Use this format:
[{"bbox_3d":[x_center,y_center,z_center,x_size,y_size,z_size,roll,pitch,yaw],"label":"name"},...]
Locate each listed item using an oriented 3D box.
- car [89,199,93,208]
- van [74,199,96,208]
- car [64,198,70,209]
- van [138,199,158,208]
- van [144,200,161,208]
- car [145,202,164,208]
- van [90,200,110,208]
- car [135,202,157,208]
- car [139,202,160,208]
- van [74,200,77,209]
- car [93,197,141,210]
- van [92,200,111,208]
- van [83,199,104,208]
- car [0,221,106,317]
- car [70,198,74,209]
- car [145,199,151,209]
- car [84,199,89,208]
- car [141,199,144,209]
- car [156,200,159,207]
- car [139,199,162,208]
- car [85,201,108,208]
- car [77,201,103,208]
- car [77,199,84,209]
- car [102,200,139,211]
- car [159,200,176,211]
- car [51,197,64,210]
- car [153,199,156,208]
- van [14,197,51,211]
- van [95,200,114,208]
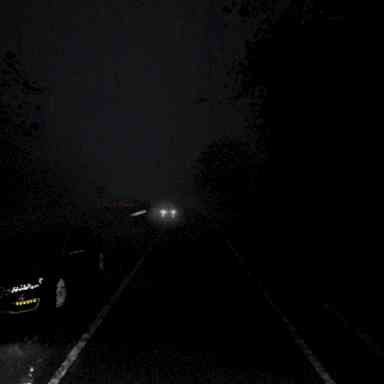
[{"bbox_3d":[-23.515,2.597,68.069,5.008,1.535,2.097,0,-2,0],"label":"car"},{"bbox_3d":[-23.644,2.571,73.614,4.442,1.987,1.878,0,-2,0],"label":"van"},{"bbox_3d":[-23.318,2.097,54.229,5.366,1.575,1.946,0,-2,0],"label":"car"},{"bbox_3d":[-10.337,2.760,79.004,4.442,1.987,1.878,0,-2,0],"label":"van"},{"bbox_3d":[-10.346,3.119,87.309,4.442,1.987,1.878,0,-3,0],"label":"van"},{"bbox_3d":[-10.464,3.634,92.841,5.008,1.535,2.097,0,-3,0],"label":"car"},{"bbox_3d":[-23.423,2.980,84.538,4.442,1.987,1.878,0,-3,0],"label":"van"},{"bbox_3d":[-10.452,2.926,76.220,4.674,1.452,2.002,0,-2,0],"label":"car"},{"bbox_3d":[-10.486,3.116,81.775,4.792,1.488,2.163,0,-3,0],"label":"car"},{"bbox_3d":[-23.627,2.072,59.772,4.442,1.987,1.878,0,-2,0],"label":"van"},{"bbox_3d":[-10.228,1.832,45.717,5.366,1.575,1.946,0,-2,0],"label":"car"},{"bbox_3d":[-23.660,3.131,87.436,4.442,1.987,1.878,0,-3,0],"label":"van"},{"bbox_3d":[-23.416,2.771,79.150,4.442,1.987,1.878,0,-2,0],"label":"van"},{"bbox_3d":[-3.361,1.495,7.687,1.837,1.490,4.892,0,0,0],"label":"car"},{"bbox_3d":[-23.500,2.199,56.994,4.892,1.521,2.231,0,-2,0],"label":"car"},{"bbox_3d":[-10.398,1.935,56.810,5.566,2.045,2.435,0,-2,0],"label":"car"},{"bbox_3d":[-23.511,2.493,65.175,5.008,1.535,2.097,0,-2,0],"label":"car"},{"bbox_3d":[-10.426,1.996,51.256,5.008,1.535,2.097,0,-2,0],"label":"car"},{"bbox_3d":[-10.416,2.815,73.445,4.792,1.488,2.163,0,-2,0],"label":"car"},{"bbox_3d":[-10.488,2.949,84.537,5.566,2.045,2.435,0,-3,0],"label":"car"},{"bbox_3d":[-23.542,3.096,81.910,5.008,1.535,2.097,0,-2,0],"label":"car"},{"bbox_3d":[-23.345,2.893,76.376,5.366,1.575,1.946,0,-2,0],"label":"car"},{"bbox_3d":[-23.482,2.272,62.536,4.553,1.767,2.185,0,-2,0],"label":"car"},{"bbox_3d":[-10.422,1.913,48.485,4.892,1.521,2.231,0,-2,0],"label":"car"},{"bbox_3d":[-3.417,2.072,49.326,1.895,1.301,4.718,0,-2,0],"label":"car"},{"bbox_3d":[-23.528,1.755,51.470,5.566,2.045,2.435,0,-2,0],"label":"car"},{"bbox_3d":[-10.445,2.586,67.898,5.008,1.535,2.097,0,-2,0],"label":"car"},{"bbox_3d":[-23.614,1.693,48.579,4.442,1.987,1.878,0,-2,0],"label":"van"},{"bbox_3d":[-23.663,3.269,90.078,4.442,1.987,1.878,0,-3,0],"label":"van"}]
